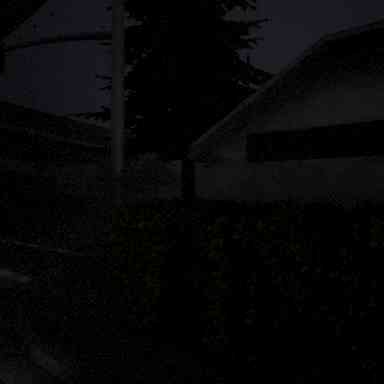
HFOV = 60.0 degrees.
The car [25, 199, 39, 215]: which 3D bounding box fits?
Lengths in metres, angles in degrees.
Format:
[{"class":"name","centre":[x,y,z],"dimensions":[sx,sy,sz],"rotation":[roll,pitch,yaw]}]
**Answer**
[{"class":"car","centre":[-17.226,1.500,33.033],"dimensions":[4.611,1.667,2.242],"rotation":[0,0,35]}]

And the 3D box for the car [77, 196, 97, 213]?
[{"class":"car","centre":[-10.419,1.330,35.162],"dimensions":[3.866,1.878,1.905],"rotation":[0,0,35]}]
